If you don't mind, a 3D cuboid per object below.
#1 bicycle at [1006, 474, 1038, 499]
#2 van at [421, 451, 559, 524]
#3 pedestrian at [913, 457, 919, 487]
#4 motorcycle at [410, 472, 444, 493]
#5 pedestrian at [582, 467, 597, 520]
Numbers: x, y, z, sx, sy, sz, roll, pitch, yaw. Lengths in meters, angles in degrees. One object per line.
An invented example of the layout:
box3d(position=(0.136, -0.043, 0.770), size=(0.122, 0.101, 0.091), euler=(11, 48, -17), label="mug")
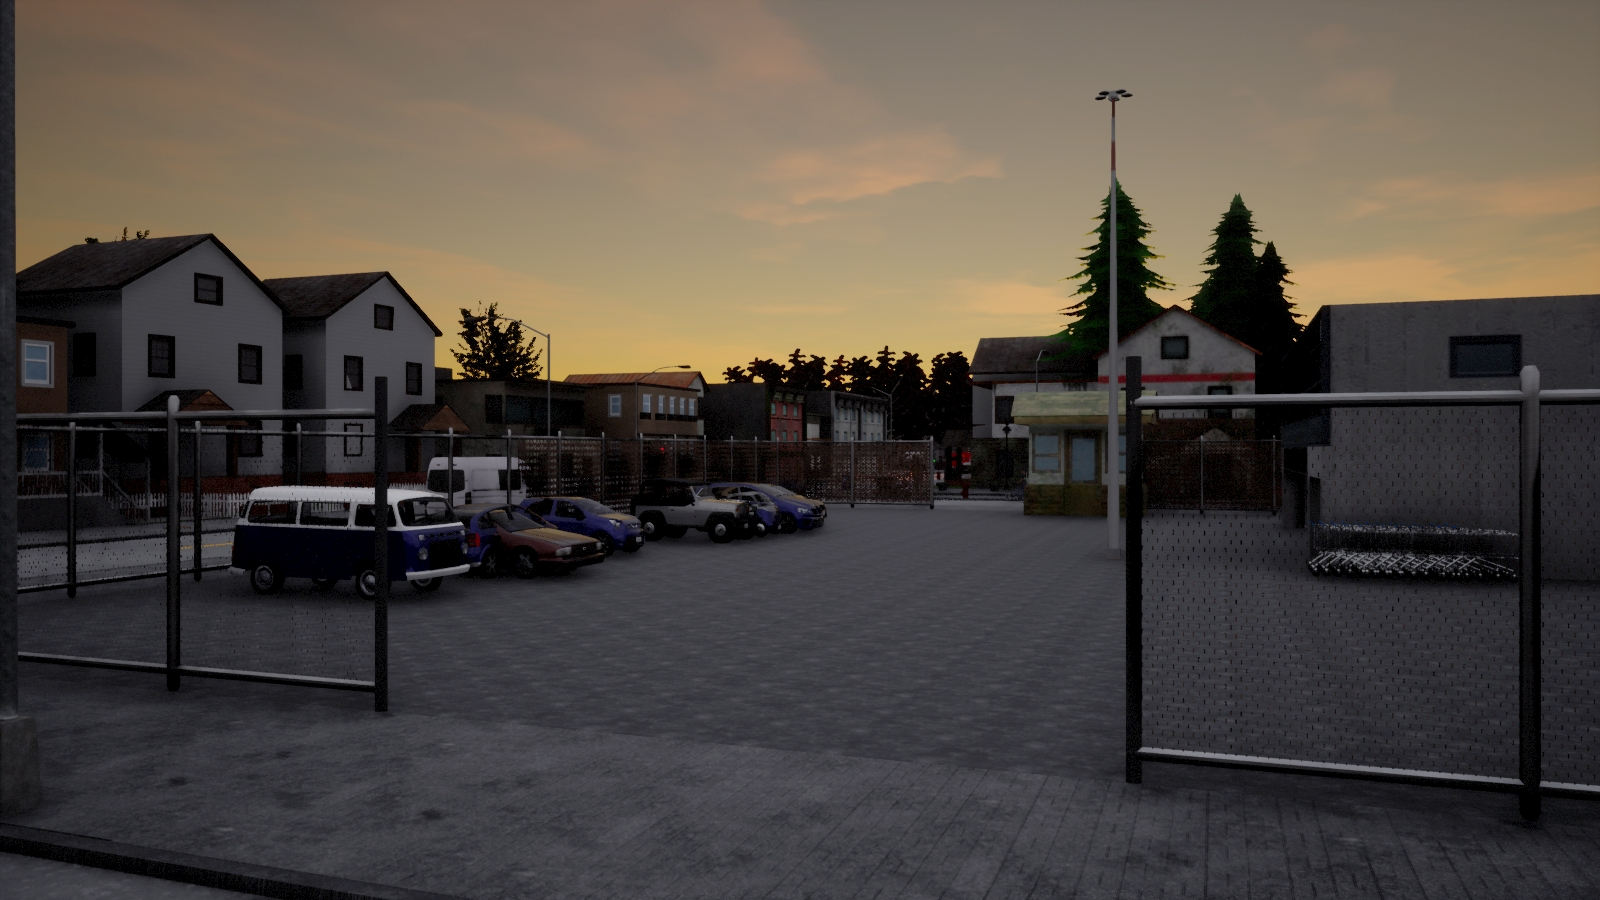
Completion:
box3d(position=(11.819, 1.938, 60.816), size=(1.643, 1.296, 0.373), euler=(0, 0, 20), label="bicycle")
box3d(position=(-11.617, 1.319, 43.358), size=(1.988, 2.561, 5.915), euler=(0, 0, 20), label="van")
box3d(position=(7.402, 1.403, 72.831), size=(0.375, 1.860, 0.375), euler=(0, 0, 1), label="pedestrian")
box3d(position=(-22.521, 1.969, 68.931), size=(1.805, 1.236, 0.856), euler=(0, 0, 19), label="motorcycle")
box3d(position=(-7.428, 1.529, 40.267), size=(0.375, 1.860, 0.375), euler=(0, 0, 41), label="pedestrian")
